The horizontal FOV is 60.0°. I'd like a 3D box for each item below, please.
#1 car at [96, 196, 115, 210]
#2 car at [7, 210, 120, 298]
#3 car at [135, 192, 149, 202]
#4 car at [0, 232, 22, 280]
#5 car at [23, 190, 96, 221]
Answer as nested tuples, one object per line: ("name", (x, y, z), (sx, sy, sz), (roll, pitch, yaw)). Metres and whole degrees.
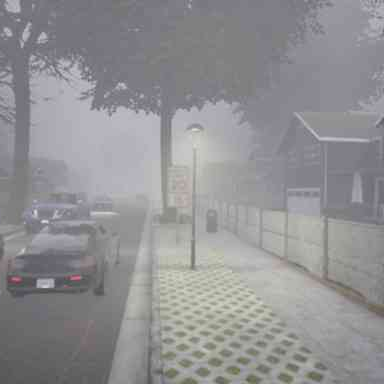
("car", (-8.435, 1.080, 31.456), (1.994, 1.385, 4.181), (1, 1, -7))
("car", (-2.856, 1.420, 8.170), (1.812, 1.442, 4.674), (1, 1, -7))
("car", (-7.964, 0.702, 52.659), (1.837, 1.490, 4.892), (1, 1, -7))
("car", (-5.546, 1.358, 6.630), (2.128, 1.511, 4.902), (1, 1, -7))
("car", (-6.802, 0.946, 17.437), (2.150, 2.045, 5.566), (1, 0, -6))
